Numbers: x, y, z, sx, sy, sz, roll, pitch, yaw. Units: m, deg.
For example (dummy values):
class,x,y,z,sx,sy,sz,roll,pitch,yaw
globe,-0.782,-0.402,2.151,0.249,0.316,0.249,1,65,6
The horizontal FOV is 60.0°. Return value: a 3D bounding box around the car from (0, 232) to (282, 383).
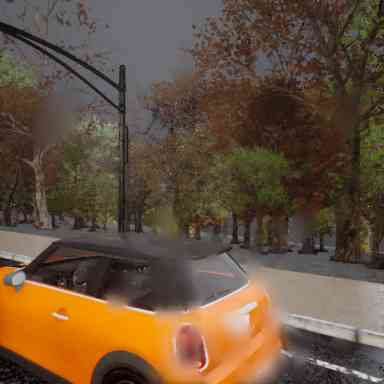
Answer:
class,x,y,z,sx,sy,sz,roll,pitch,yaw
car,-1.223,1.351,4.569,4.553,1.767,2.097,0,0,36
